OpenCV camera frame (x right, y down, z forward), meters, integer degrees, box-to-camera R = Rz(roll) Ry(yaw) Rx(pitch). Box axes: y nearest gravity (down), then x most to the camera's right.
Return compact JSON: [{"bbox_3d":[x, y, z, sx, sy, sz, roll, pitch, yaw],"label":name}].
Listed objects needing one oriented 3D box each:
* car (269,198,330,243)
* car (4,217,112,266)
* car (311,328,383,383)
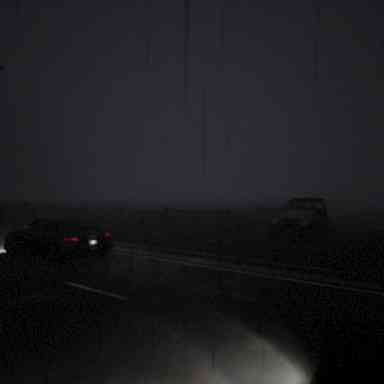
[{"bbox_3d":[5.115,1.213,15.479,1.905,1.878,3.866,0,0,35],"label":"car"},{"bbox_3d":[-4.751,1.563,11.680,4.181,1.385,1.994,0,0,36],"label":"car"},{"bbox_3d":[3.351,1.548,1.603,5.357,1.411,2.033,0,0,35],"label":"car"}]
